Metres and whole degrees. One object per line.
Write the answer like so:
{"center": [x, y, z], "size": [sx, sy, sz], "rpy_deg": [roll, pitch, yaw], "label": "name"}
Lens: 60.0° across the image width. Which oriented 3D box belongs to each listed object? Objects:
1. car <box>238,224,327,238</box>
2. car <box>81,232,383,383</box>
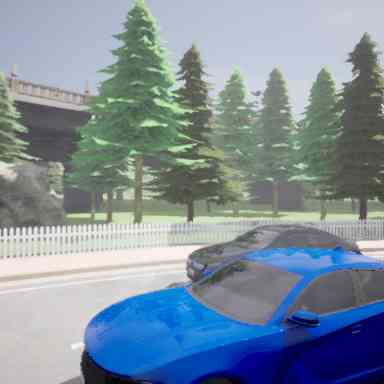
{"center": [2.154, 1.570, 8.386], "size": [4.674, 1.442, 1.812], "rpy_deg": [1, 0, -22], "label": "car"}
{"center": [1.240, 1.500, 4.178], "size": [5.008, 1.535, 1.882], "rpy_deg": [1, 0, -25], "label": "car"}
